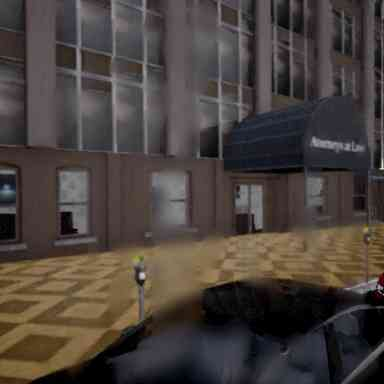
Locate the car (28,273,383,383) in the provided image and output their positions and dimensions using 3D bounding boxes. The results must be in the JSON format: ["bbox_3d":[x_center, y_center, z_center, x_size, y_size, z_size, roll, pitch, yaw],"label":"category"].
[{"bbox_3d":[0.430,1.558,2.752,4.313,1.339,1.947,0,0,-35],"label":"car"}]
